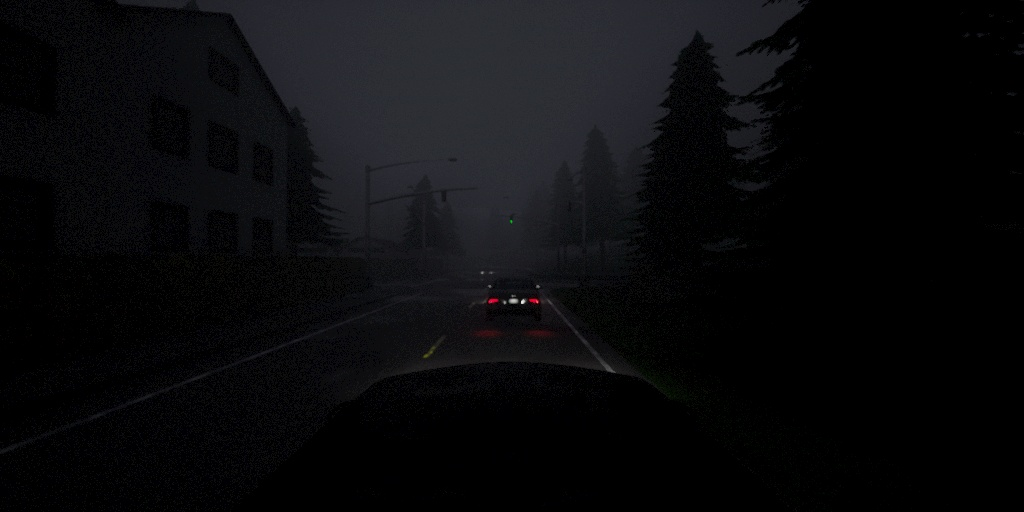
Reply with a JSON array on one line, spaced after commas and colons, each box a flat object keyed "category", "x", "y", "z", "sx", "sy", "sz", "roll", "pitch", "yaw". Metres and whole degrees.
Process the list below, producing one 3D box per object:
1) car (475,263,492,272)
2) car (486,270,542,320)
[{"category": "car", "x": -4.740, "y": 1.838, "z": 59.087, "sx": 1.812, "sy": 1.442, "sz": 4.674, "roll": 1, "pitch": -1, "yaw": -23}, {"category": "car", "x": 0.066, "y": 1.410, "z": 13.161, "sx": 2.033, "sy": 1.411, "sz": 5.357, "roll": 0, "pitch": -1, "yaw": 0}]
